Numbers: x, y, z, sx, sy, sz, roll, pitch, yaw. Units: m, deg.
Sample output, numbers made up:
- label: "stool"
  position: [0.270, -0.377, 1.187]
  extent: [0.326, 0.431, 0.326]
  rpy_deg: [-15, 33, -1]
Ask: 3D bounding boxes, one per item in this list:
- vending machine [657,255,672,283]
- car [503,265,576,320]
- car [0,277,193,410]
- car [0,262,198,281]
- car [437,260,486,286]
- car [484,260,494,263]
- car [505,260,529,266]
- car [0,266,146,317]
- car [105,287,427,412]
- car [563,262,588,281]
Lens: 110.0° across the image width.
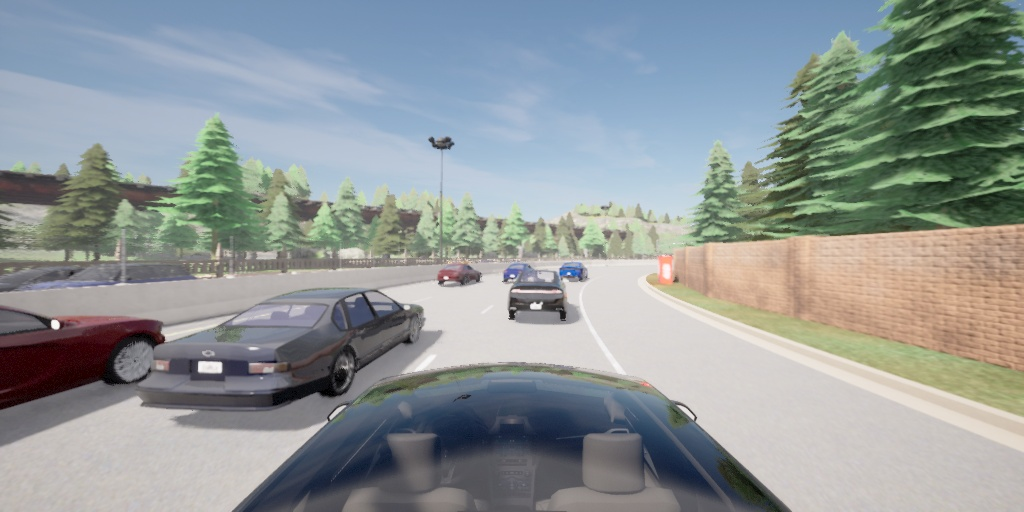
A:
- label: "vending machine"
  position: [10.693, 0.972, 25.025]
  extent: [1.100, 2.100, 0.880]
  rpy_deg: [0, 0, 17]
- label: "car"
  position: [0.983, 1.235, 12.679]
  extent: [2.128, 1.511, 4.902]
  rpy_deg: [0, 0, 7]
- label: "car"
  position: [-6.746, 1.194, 3.928]
  extent: [1.882, 1.535, 5.008]
  rpy_deg: [0, 0, 1]
- label: "car"
  position: [-13.328, 1.029, 12.071]
  extent: [2.097, 1.767, 4.553]
  rpy_deg: [0, 0, 7]
- label: "car"
  position: [-3.644, 1.235, 25.165]
  extent: [1.812, 1.442, 4.674]
  rpy_deg: [0, 0, 15]
- label: "car"
  position: [-3.920, 1.245, 52.736]
  extent: [1.994, 1.385, 4.181]
  rpy_deg: [0, 0, 29]
- label: "car"
  position: [0.664, 1.253, 27.563]
  extent: [1.812, 1.442, 4.674]
  rpy_deg: [0, 0, 16]
- label: "car"
  position: [-16.763, 1.165, 12.916]
  extent: [1.837, 1.490, 4.892]
  rpy_deg: [0, 0, 7]
- label: "car"
  position: [-3.185, 1.278, 6.484]
  extent: [2.033, 1.411, 5.357]
  rpy_deg: [0, 0, 4]
- label: "car"
  position: [5.250, 1.224, 30.360]
  extent: [1.882, 1.535, 5.008]
  rpy_deg: [0, 0, 19]
